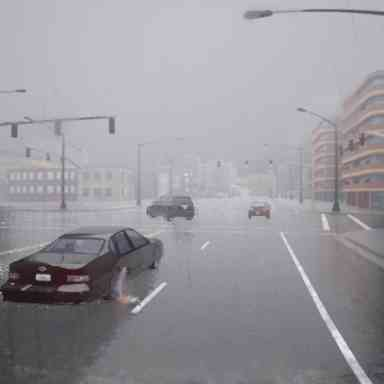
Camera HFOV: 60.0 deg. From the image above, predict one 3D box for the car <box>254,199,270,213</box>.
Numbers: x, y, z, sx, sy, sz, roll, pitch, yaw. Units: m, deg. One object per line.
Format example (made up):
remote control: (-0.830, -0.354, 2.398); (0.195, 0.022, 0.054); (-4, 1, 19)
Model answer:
car: (8.604, 1.677, 41.052); (1.812, 1.442, 4.674); (0, 0, 12)

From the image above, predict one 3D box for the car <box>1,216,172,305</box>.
car: (-2.220, 1.589, 8.429); (2.033, 1.411, 5.357); (0, 0, 10)

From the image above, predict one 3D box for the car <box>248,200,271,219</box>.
car: (6.280, 1.656, 30.694); (1.812, 1.442, 4.674); (0, -1, 16)

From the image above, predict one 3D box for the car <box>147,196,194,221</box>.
car: (-1.896, 1.338, 28.107); (2.150, 2.045, 5.566); (1, -1, -30)
